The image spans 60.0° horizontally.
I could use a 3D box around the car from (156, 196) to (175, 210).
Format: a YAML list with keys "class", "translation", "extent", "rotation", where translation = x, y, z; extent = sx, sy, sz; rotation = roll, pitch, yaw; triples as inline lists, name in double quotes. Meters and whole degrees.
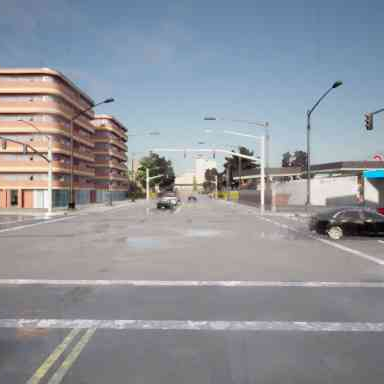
- class: "car"
  translation: [-3.585, 1.601, 43.255]
  extent: [1.895, 1.301, 4.718]
  rotation: [0, 0, 0]

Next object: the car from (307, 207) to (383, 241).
- class: "car"
  translation: [8.098, 1.498, 15.947]
  extent: [4.892, 1.490, 1.837]
  rotation: [0, 2, 9]

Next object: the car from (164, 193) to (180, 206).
- class: "car"
  translation: [-3.574, 1.220, 53.903]
  extent: [2.150, 2.045, 5.566]
  rotation: [0, 0, 0]

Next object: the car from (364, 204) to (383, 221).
- class: "car"
  translation: [16.543, 1.601, 26.403]
  extent: [4.718, 1.301, 1.895]
  rotation: [0, 0, 1]

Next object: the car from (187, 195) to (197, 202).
- class: "car"
  translation: [0.022, 1.339, 70.785]
  extent: [1.812, 1.442, 4.674]
  rotation: [0, 0, 0]
